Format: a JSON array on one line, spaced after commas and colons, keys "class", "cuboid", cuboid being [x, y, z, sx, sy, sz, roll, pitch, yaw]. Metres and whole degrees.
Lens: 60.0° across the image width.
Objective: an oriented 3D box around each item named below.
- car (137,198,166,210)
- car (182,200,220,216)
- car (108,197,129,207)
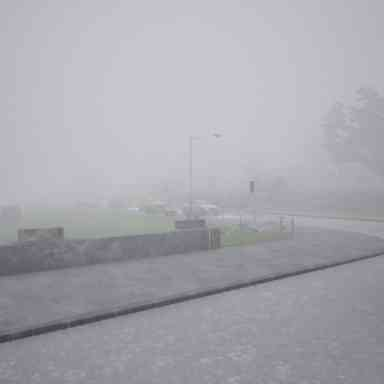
[{"class": "car", "cuboid": [-5.034, 1.478, 41.182, 1.882, 1.535, 5.008, 0, 0, -35]}, {"class": "car", "cuboid": [0.767, 1.526, 33.063, 1.812, 1.442, 4.674, 0, 0, -36]}, {"class": "car", "cuboid": [-10.980, 1.491, 49.568, 2.128, 1.511, 4.902, 0, 0, -35]}]
